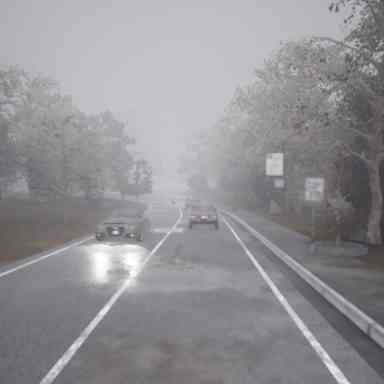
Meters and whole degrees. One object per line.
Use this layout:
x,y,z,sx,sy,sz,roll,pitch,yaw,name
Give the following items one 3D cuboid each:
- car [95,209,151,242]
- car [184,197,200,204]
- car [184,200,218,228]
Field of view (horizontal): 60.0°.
-3.169,1.509,16.011,1.994,1.385,4.181,0,0,2,car
0.018,1.328,42.717,2.128,1.511,4.902,0,1,-6,car
0.745,1.498,21.813,2.033,1.411,5.357,0,0,2,car
